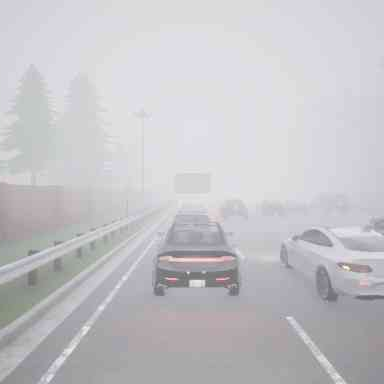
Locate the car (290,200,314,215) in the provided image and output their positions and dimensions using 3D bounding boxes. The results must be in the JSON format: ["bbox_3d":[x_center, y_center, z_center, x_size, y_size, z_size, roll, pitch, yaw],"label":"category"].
[{"bbox_3d":[10.579,1.526,34.296,1.812,1.442,4.674,0,0,0],"label":"car"}]

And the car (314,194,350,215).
[{"bbox_3d":[14.081,1.222,34.207,2.150,2.045,5.566,0,0,0],"label":"car"}]

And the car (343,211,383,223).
[{"bbox_3d":[7.095,1.564,11.189,1.994,1.385,4.181,0,0,0],"label":"car"}]

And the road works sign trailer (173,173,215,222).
[{"bbox_3d":[0.060,0.464,22.971,2.380,3.560,2.880,0,0,-2],"label":"road works sign trailer"}]

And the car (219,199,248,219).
[{"bbox_3d":[3.587,1.351,29.264,2.097,1.767,4.553,0,0,0],"label":"car"}]

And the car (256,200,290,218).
[{"bbox_3d":[7.086,1.506,30.349,1.837,1.490,4.892,0,0,0],"label":"car"}]

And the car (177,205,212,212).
[{"bbox_3d":[0.103,1.474,19.051,1.882,1.535,5.008,0,0,4],"label":"car"}]

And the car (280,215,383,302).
[{"bbox_3d":[3.596,1.526,8.157,1.812,1.442,4.674,0,0,0],"label":"car"}]

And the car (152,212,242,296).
[{"bbox_3d":[0.096,1.491,8.627,2.128,1.511,4.902,0,0,0],"label":"car"}]
